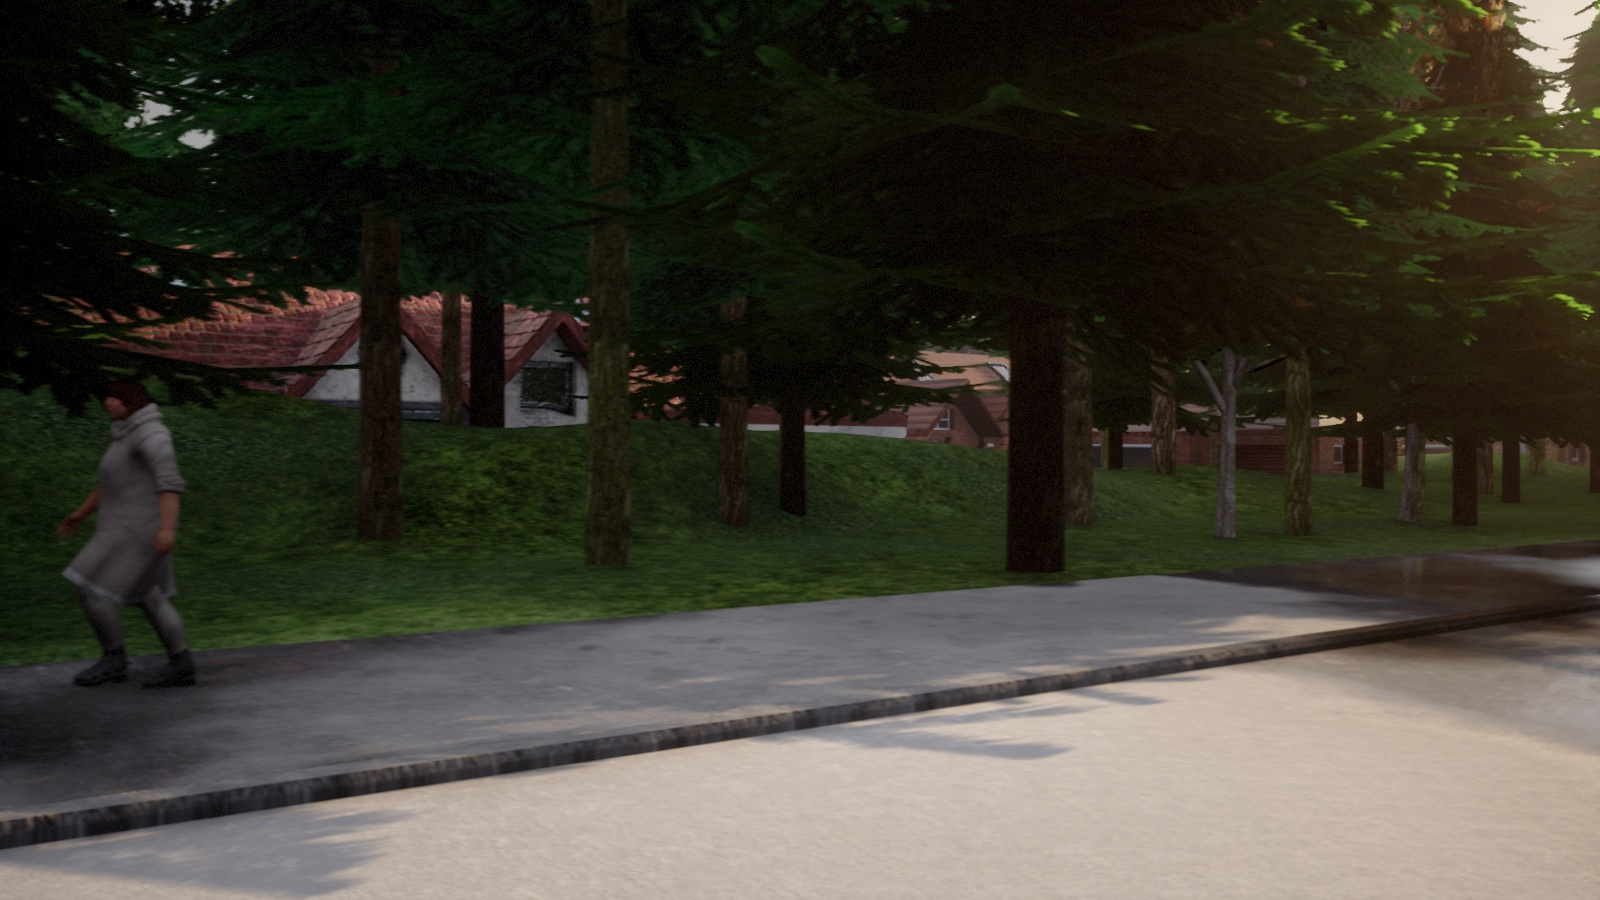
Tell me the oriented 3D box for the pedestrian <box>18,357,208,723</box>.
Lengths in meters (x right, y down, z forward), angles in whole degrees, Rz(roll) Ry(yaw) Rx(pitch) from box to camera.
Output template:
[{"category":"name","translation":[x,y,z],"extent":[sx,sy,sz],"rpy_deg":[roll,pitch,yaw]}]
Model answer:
[{"category":"pedestrian","translation":[-3.955,0.481,7.231],"extent":[0.873,1.952,0.659],"rpy_deg":[0,0,-37]}]
